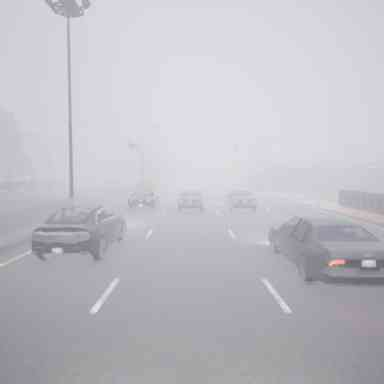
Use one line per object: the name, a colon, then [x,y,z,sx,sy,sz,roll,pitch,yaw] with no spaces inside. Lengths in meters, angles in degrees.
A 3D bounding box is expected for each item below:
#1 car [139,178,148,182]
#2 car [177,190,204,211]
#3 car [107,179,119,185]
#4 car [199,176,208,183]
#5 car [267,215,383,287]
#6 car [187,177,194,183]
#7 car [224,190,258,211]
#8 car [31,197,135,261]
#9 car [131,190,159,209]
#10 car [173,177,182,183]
car: [-10.878,-2.352,75.276,2.033,1.411,5.357,0,3,0]
car: [-0.091,0.539,23.840,2.033,1.411,5.357,0,3,0]
car: [-17.878,-2.292,75.213,1.895,1.301,4.718,0,3,0]
car: [3.065,-2.963,86.386,1.994,1.385,4.181,0,3,0]
car: [3.482,1.338,9.029,2.033,1.411,5.357,0,2,0]
car: [-0.435,-2.931,86.435,1.895,1.301,4.718,0,3,0]
car: [3.409,0.537,23.862,2.033,1.411,5.357,0,3,0]
car: [-3.506,1.184,11.090,2.128,1.511,4.902,0,3,0]
car: [-3.582,0.506,25.381,1.895,1.301,4.718,0,3,0]
car: [-3.933,-3.028,85.964,1.882,1.535,5.008,0,3,0]
